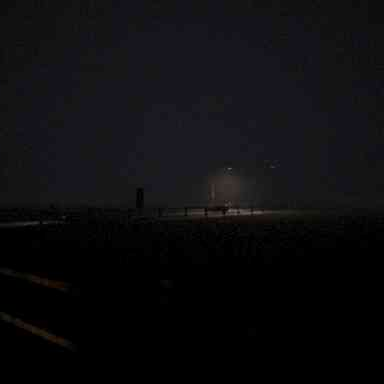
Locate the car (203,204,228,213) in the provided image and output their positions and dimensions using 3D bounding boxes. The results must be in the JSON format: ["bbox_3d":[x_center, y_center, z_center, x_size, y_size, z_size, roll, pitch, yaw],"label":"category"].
[{"bbox_3d":[3.693,2.521,51.928,1.895,1.301,4.718,0,-1,36],"label":"car"}]

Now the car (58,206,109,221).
[{"bbox_3d":[-10.425,2.050,32.217,1.895,1.301,4.718,0,-1,36],"label":"car"}]
